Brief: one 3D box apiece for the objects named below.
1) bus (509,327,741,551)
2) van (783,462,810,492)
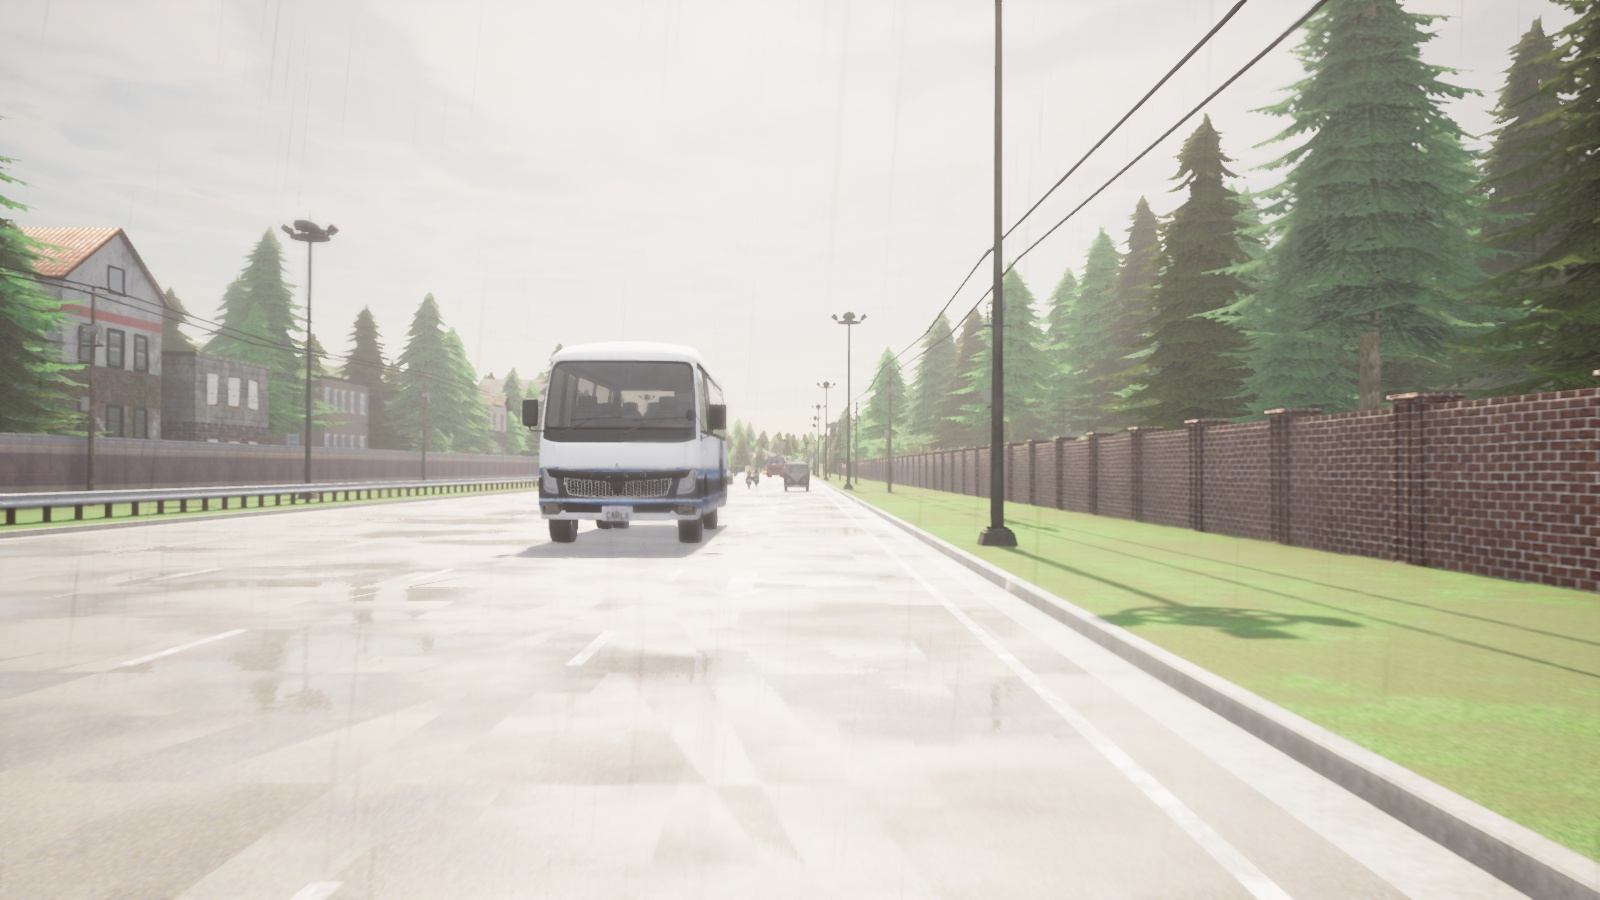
[{"bbox_3d":[-3.575,-0.133,29.008,3.944,4.253,10.273,0,-1,0],"label":"bus"},{"bbox_3d":[-0.207,1.788,84.854,1.775,1.987,4.442,0,-1,0],"label":"van"}]
